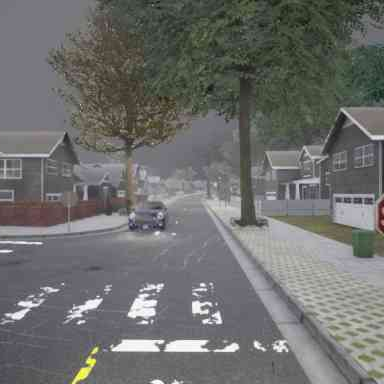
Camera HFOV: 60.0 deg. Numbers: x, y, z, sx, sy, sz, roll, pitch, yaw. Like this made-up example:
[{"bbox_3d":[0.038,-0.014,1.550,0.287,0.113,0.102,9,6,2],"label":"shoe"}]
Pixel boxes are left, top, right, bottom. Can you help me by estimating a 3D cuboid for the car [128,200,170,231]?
[{"bbox_3d":[-2.548,1.341,20.628,2.097,1.767,4.553,0,0,1],"label":"car"}]
